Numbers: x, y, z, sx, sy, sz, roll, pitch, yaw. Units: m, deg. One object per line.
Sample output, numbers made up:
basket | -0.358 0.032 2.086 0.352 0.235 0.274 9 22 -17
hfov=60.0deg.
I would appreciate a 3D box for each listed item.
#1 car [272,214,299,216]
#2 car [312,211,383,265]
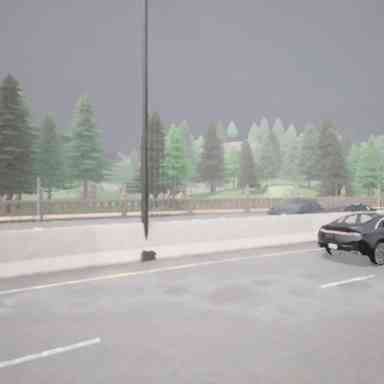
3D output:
car | 7.952 1.477 24.058 5.357 1.411 2.033 0 0 -24
car | 6.500 1.458 11.442 4.902 1.511 2.128 0 0 -28
